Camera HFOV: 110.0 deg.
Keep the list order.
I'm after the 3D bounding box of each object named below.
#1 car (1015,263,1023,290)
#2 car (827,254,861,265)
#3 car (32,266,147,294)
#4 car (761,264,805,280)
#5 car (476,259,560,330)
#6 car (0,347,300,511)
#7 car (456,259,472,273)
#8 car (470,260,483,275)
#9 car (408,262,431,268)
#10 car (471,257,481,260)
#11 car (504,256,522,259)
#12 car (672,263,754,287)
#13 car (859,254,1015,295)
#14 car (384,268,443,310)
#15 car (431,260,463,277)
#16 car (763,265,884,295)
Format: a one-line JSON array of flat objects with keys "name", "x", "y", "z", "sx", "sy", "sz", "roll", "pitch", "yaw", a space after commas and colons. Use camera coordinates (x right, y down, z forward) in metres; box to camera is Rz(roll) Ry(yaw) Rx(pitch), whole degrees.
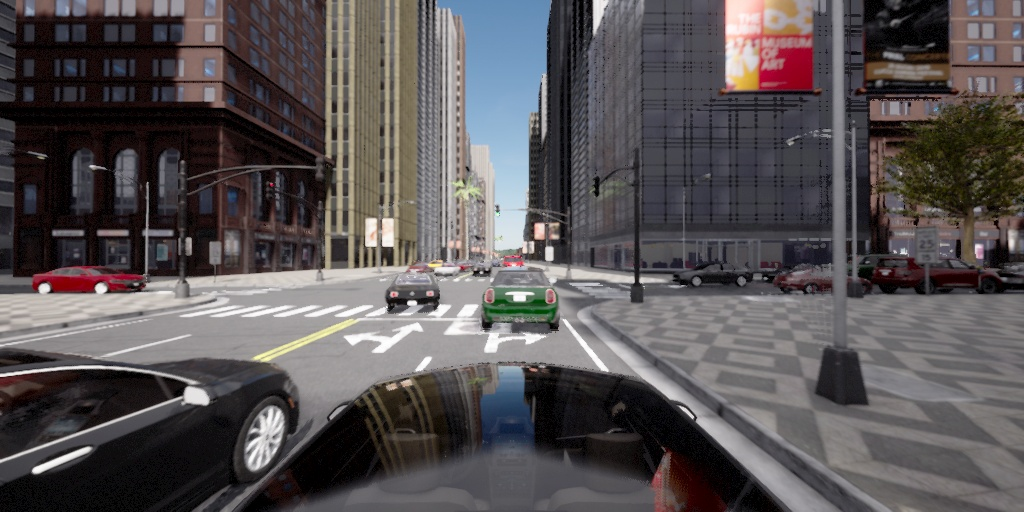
[{"name": "car", "x": 26.592, "y": 1.187, "z": 17.963, "sx": 4.313, "sy": 1.339, "sz": 1.948, "roll": 0, "pitch": 0, "yaw": -1}, {"name": "car", "x": 23.144, "y": 0.898, "z": 23.691, "sx": 5.566, "sy": 2.045, "sz": 2.150, "roll": 0, "pitch": 0, "yaw": -2}, {"name": "car", "x": -23.208, "y": 1.310, "z": 19.815, "sx": 5.008, "sy": 1.535, "sz": 1.882, "roll": 0, "pitch": 0, "yaw": 1}, {"name": "car", "x": 20.826, "y": 1.270, "z": 26.400, "sx": 4.313, "sy": 1.339, "sz": 1.948, "roll": 0, "pitch": 0, "yaw": -1}, {"name": "car", "x": 0.336, "y": 1.101, "z": 11.310, "sx": 2.097, "sy": 1.767, "sz": 4.553, "roll": 0, "pitch": 0, "yaw": 4}, {"name": "car", "x": -3.154, "y": 1.251, "z": 1.796, "sx": 1.837, "sy": 1.490, "sz": 4.892, "roll": 0, "pitch": -1, "yaw": 1}, {"name": "car", "x": -6.576, "y": 1.430, "z": 45.939, "sx": 1.895, "sy": 1.301, "sz": 4.718, "roll": 0, "pitch": 0, "yaw": 0}, {"name": "car", "x": -3.152, "y": 1.410, "z": 39.173, "sx": 1.895, "sy": 1.301, "sz": 4.718, "roll": 0, "pitch": 0, "yaw": 0}, {"name": "car", "x": -9.840, "y": 1.332, "z": 38.035, "sx": 1.812, "sy": 1.442, "sz": 4.674, "roll": 0, "pitch": 0, "yaw": -3}, {"name": "car", "x": -6.503, "y": 1.357, "z": 56.079, "sx": 2.128, "sy": 1.511, "sz": 4.902, "roll": 0, "pitch": 0, "yaw": 0}, {"name": "car", "x": 0.098, "y": 1.022, "z": 36.127, "sx": 2.150, "sy": 2.045, "sz": 5.566, "roll": 0, "pitch": 0, "yaw": 0}, {"name": "car", "x": 13.105, "y": 1.215, "z": 23.527, "sx": 4.892, "sy": 1.490, "sz": 1.837, "roll": 0, "pitch": 0, "yaw": -1}, {"name": "car", "x": 20.955, "y": 0.953, "z": 17.876, "sx": 5.009, "sy": 1.841, "sz": 2.192, "roll": 0, "pitch": 0, "yaw": -1}, {"name": "car", "x": -3.969, "y": 1.347, "z": 14.655, "sx": 1.895, "sy": 1.301, "sz": 4.718, "roll": 0, "pitch": 0, "yaw": -13}, {"name": "car", "x": -6.597, "y": 1.404, "z": 36.775, "sx": 1.895, "sy": 1.301, "sz": 4.718, "roll": 0, "pitch": 0, "yaw": 0}, {"name": "car", "x": 15.317, "y": 1.240, "z": 17.788, "sx": 4.207, "sy": 1.307, "sz": 1.802, "roll": 0, "pitch": 0, "yaw": -1}]
